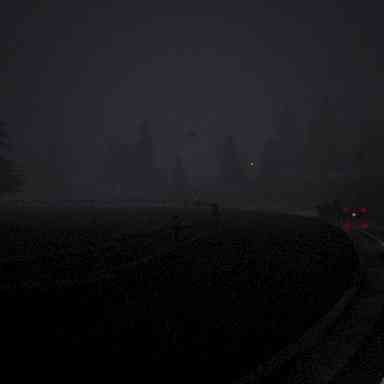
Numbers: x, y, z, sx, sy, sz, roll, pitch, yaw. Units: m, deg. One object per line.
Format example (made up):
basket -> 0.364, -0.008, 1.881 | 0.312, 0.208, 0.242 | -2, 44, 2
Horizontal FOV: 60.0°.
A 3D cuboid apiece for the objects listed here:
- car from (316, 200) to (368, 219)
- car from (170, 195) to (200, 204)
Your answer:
car -> 10.992, 1.252, 24.887 | 1.895, 1.301, 4.718 | -1, 0, -2
car -> -1.082, 1.217, 53.339 | 4.892, 1.490, 1.837 | -1, -2, 21
